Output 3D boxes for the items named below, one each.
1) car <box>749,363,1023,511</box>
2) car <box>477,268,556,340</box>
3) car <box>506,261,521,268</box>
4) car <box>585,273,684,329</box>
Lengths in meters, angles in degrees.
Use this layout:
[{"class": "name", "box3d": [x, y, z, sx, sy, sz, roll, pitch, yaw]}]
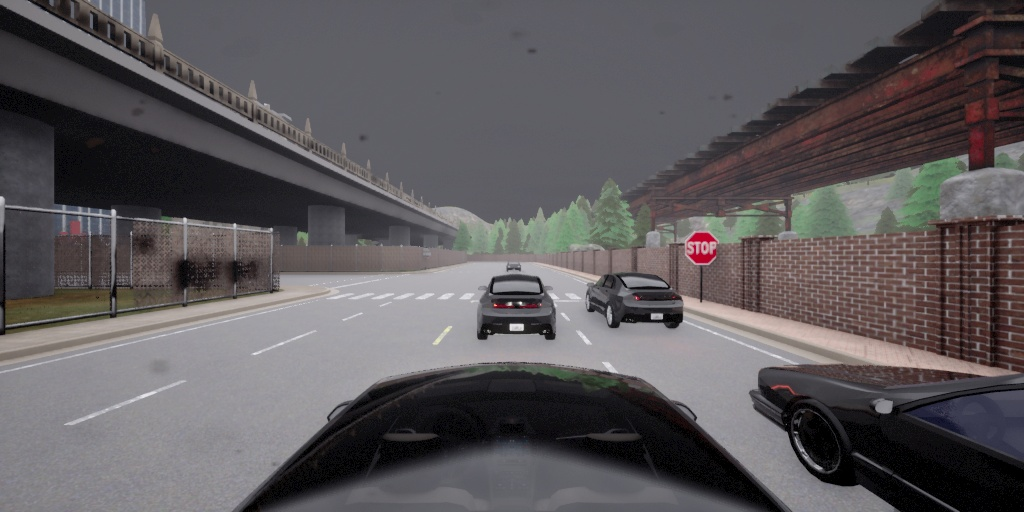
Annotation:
[{"class": "car", "box3d": [3.600, 1.297, 1.570, 2.033, 1.411, 5.357, 0, 0, 0]}, {"class": "car", "box3d": [0.104, 1.255, 9.959, 1.837, 1.490, 4.892, 0, 0, 0]}, {"class": "car", "box3d": [0.212, 1.351, 46.249, 1.895, 1.301, 4.718, 0, 0, -1]}, {"class": "car", "box3d": [3.606, 1.255, 11.316, 1.837, 1.490, 4.892, 0, 0, 0]}]
